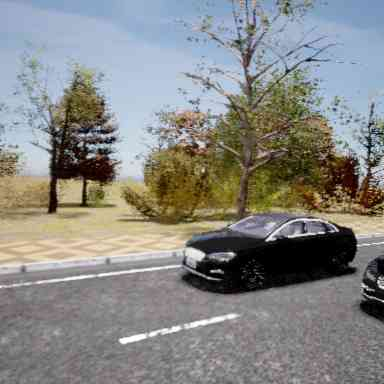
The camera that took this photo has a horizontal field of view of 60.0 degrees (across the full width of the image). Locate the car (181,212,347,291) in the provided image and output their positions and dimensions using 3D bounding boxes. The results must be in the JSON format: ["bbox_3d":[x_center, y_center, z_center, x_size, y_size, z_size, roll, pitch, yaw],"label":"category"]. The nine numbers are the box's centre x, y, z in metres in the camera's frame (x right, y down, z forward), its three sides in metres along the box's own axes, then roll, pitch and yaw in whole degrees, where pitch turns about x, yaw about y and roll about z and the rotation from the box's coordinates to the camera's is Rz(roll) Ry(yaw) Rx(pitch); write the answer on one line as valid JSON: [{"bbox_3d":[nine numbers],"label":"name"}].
[{"bbox_3d":[2.094,1.287,8.370,4.902,1.511,2.128,1,2,-31],"label":"car"}]

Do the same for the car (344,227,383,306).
[{"bbox_3d":[5.432,1.471,6.590,4.892,1.490,1.837,1,2,-31],"label":"car"}]
